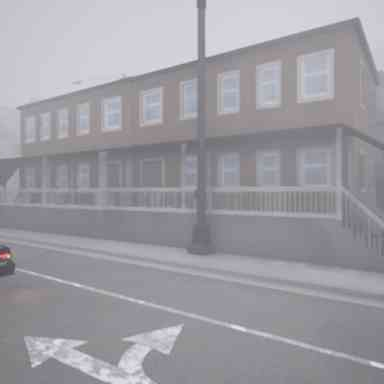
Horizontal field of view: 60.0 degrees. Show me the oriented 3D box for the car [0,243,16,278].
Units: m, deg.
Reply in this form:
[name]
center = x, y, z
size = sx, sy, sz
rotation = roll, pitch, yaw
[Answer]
[car]
center = -6.689, 1.546, 8.690
size = 5.357, 1.411, 2.033
rotation = 0, 0, 36
